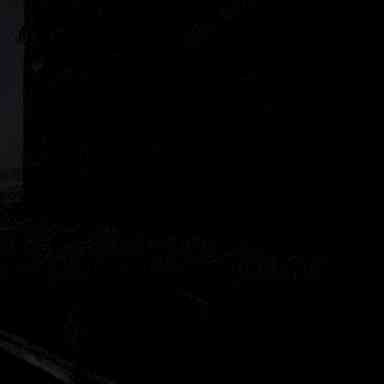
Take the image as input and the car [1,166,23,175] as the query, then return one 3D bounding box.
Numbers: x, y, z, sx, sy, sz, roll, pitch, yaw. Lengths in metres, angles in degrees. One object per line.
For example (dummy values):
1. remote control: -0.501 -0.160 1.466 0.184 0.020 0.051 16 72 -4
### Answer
1. car: -24.567 -2.931 47.903 4.892 1.521 2.231 1 0 27
